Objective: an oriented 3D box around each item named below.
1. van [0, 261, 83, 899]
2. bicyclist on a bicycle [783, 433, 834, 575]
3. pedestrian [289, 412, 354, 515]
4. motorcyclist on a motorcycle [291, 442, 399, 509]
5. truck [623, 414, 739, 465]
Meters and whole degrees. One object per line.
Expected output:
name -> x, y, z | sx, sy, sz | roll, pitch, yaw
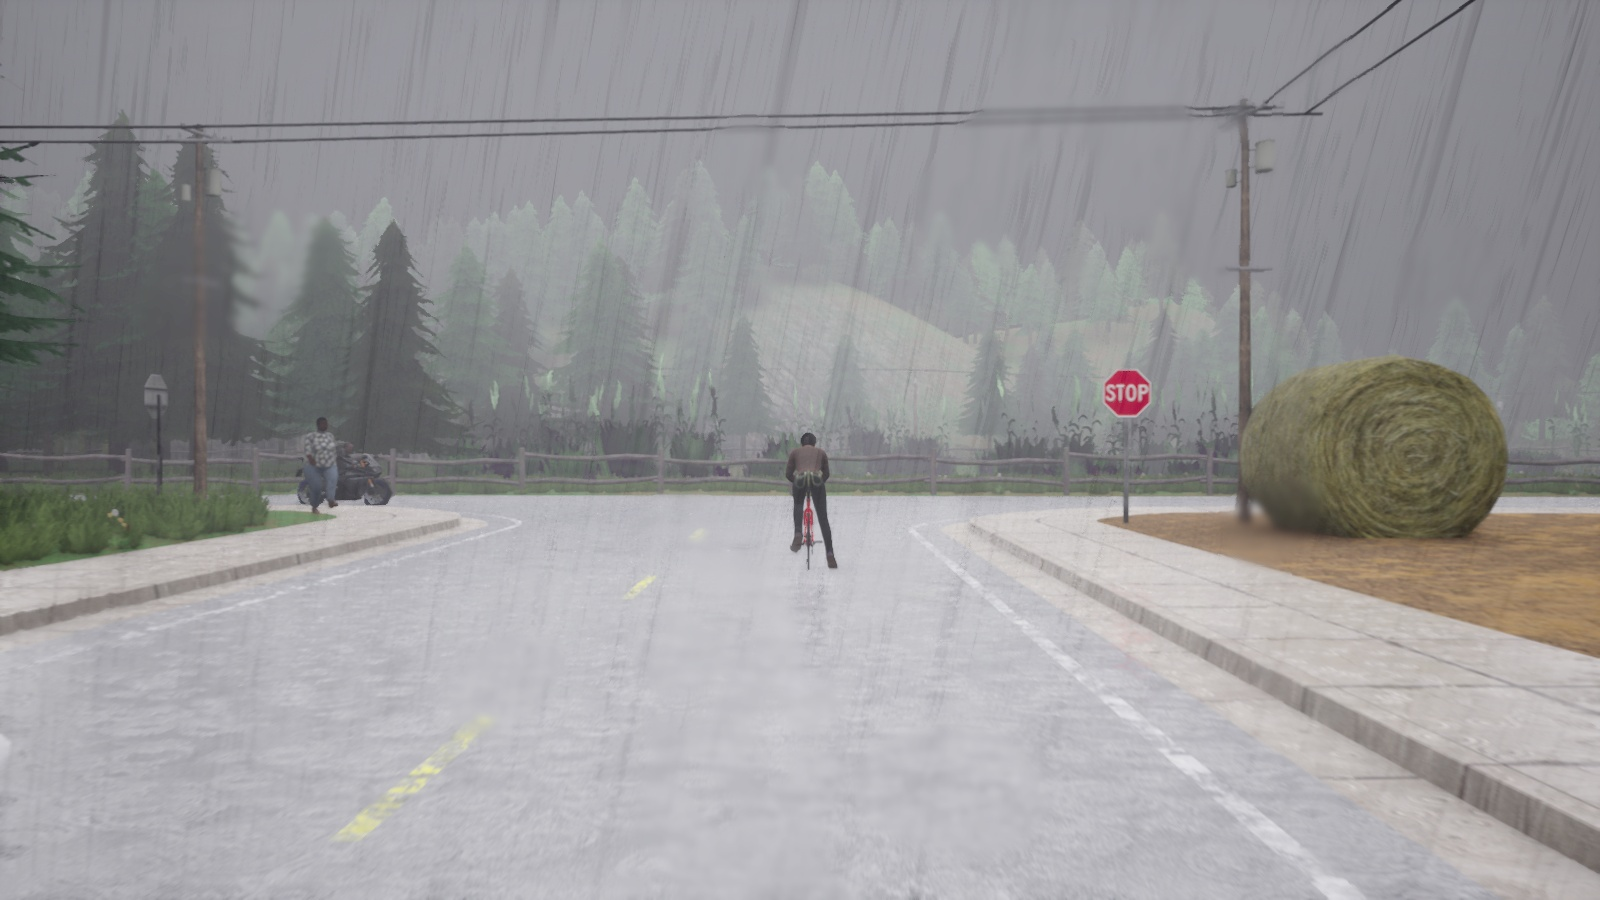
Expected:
van -> -3.473, 0.456, 2.012 | 2.069, 2.038, 4.480 | 0, 0, 0
bicyclist on a bicycle -> 0.101, 0.614, 15.090 | 0.582, 1.620, 1.656 | 0, 0, 0
pedestrian -> -8.842, 0.246, 23.206 | 0.874, 1.855, 0.900 | 0, 0, -39
motorcyclist on a motorcycle -> -10.566, 0.574, 29.197 | 2.191, 1.530, 0.866 | 0, 0, 3
truck -> -8.368, -0.739, 88.163 | 7.936, 3.462, 2.891 | 0, 0, -6
